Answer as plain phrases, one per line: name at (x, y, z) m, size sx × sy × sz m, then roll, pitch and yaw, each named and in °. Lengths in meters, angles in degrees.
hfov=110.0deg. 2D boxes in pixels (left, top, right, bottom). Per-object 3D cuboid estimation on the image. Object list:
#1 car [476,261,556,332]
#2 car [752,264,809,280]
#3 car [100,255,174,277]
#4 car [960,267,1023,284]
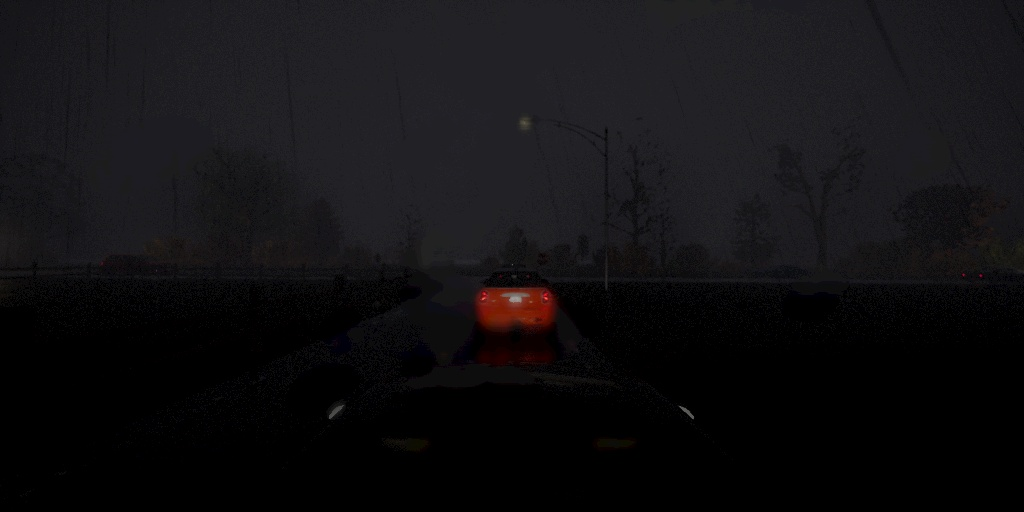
car at (0.106, 1.150, 11.251) m, size 2.097 × 1.767 × 4.553 m, roll 0°, pitch 0°, yaw 0°
car at (26.809, 1.593, 35.965) m, size 5.008 × 1.535 × 1.882 m, roll 0°, pitch 0°, yaw 0°
car at (-34.581, 0.895, 33.239) m, size 5.566 × 2.045 × 2.150 m, roll 0°, pitch 0°, yaw 0°
car at (44.703, 1.845, 33.006) m, size 4.718 × 1.301 × 1.895 m, roll 0°, pitch 0°, yaw 1°
